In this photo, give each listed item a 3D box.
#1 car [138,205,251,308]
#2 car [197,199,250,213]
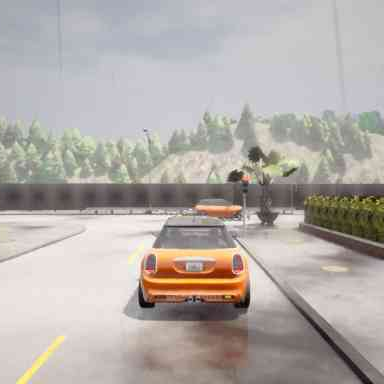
[{"bbox_3d":[0.060,1.352,8.067,2.097,1.767,4.553,0,0,0],"label":"car"},{"bbox_3d":[2.337,1.351,26.227,4.553,1.767,2.097,0,0,0],"label":"car"}]
